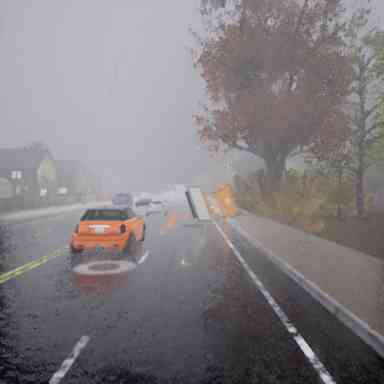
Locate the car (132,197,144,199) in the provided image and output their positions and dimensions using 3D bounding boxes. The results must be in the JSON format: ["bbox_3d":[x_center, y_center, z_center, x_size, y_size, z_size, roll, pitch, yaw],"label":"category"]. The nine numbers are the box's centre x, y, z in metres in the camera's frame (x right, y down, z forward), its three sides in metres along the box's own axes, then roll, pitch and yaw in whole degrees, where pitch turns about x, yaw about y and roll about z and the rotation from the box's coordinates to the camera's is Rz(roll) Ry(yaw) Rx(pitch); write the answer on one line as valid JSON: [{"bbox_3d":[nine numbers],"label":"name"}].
[{"bbox_3d":[-6.586,1.472,45.614,1.895,1.301,4.718,0,0,0],"label":"car"}]

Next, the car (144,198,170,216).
[{"bbox_3d":[-3.151,1.442,31.614,1.812,1.442,4.674,0,0,0],"label":"car"}]

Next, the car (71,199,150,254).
[{"bbox_3d":[-3.150,1.318,13.448,2.097,1.767,4.553,0,0,0],"label":"car"}]

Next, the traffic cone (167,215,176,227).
[{"bbox_3d":[-1.381,1.901,21.062,0.340,0.580,0.340,0,0,0],"label":"traffic cone"}]

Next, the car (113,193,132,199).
[{"bbox_3d":[-9.828,1.088,47.588,2.150,2.045,5.566,0,0,0],"label":"car"}]

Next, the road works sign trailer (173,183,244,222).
[{"bbox_3d":[1.015,0.894,21.948,2.880,2.380,3.560,-33,-24,34],"label":"road works sign trailer"}]
